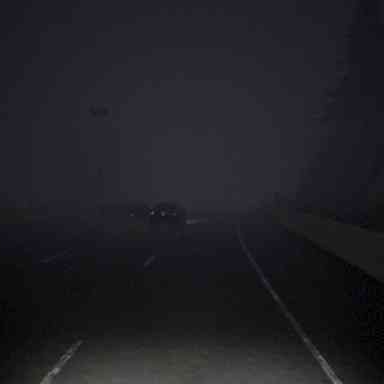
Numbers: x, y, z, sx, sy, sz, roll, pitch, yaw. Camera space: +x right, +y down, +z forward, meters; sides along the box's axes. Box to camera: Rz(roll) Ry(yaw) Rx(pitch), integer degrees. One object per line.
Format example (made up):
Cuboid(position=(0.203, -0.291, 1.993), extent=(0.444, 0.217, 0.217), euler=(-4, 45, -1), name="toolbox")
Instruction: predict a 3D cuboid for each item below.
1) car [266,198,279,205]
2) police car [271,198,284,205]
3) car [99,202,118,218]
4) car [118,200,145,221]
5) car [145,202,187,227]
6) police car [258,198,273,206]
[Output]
Cuboid(position=(19.256, 2.329, 79.483), extent=(1.801, 1.575, 5.366), euler=(0, -1, 26), name="car")
Cuboid(position=(21.690, 2.363, 84.317), extent=(1.930, 1.638, 5.238), euler=(0, -1, 28), name="police car")
Cuboid(position=(-7.507, 1.718, 33.256), extent=(1.882, 1.535, 5.008), euler=(0, 0, 10), name="car")
Cuboid(position=(-4.502, 1.725, 29.780), extent=(2.128, 1.511, 4.902), euler=(0, 0, 9), name="car")
Cuboid(position=(-1.686, 1.564, 25.025), extent=(2.097, 1.767, 4.553), euler=(1, -1, 8), name="car")
Cuboid(position=(15.440, 2.192, 71.075), extent=(1.930, 1.638, 5.238), euler=(0, -1, 23), name="police car")
